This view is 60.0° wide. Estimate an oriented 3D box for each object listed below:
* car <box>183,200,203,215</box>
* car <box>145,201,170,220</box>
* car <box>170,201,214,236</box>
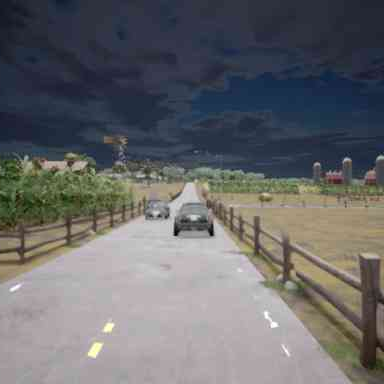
[{"bbox_3d":[0.105,1.610,35.425,2.033,1.411,5.357,0,0,0],"label":"car"},{"bbox_3d":[-2.836,1.535,28.276,2.128,1.511,4.902,0,0,0],"label":"car"},{"bbox_3d":[0.100,1.368,18.785,2.097,1.767,4.553,0,0,0],"label":"car"}]
